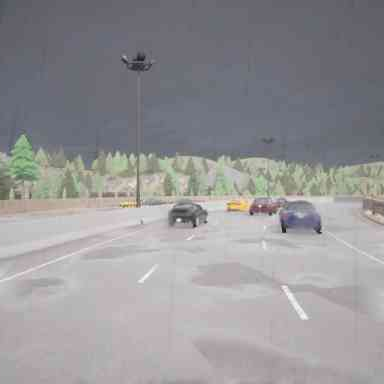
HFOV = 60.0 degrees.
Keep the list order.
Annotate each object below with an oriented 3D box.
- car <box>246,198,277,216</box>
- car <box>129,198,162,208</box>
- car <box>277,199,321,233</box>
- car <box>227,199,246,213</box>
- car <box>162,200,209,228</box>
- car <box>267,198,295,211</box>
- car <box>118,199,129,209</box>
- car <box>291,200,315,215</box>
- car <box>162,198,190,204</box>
[{"bbox_3d":[7.213,1.352,33.255,2.097,1.767,4.553,0,0,23],"label":"car"},{"bbox_3d":[-5.073,1.558,40.567,2.128,1.511,4.902,0,0,24],"label":"car"},{"bbox_3d":[6.366,1.346,19.885,2.097,1.767,4.553,0,0,14],"label":"car"},{"bbox_3d":[5.490,1.495,37.970,1.882,1.535,5.008,0,0,24],"label":"car"},{"bbox_3d":[-0.145,1.513,22.627,1.837,1.490,4.892,0,-1,16],"label":"car"},{"bbox_3d":[11.432,1.549,42.281,2.033,1.411,5.357,0,0,31],"label":"car"},{"bbox_3d":[-7.606,1.563,43.456,1.882,1.535,5.008,0,0,26],"label":"car"},{"bbox_3d":[11.527,1.547,34.358,1.994,1.385,4.181,0,0,24],"label":"car"},{"bbox_3d":[-1.287,1.556,40.484,1.837,1.490,4.892,-1,0,25],"label":"car"}]
